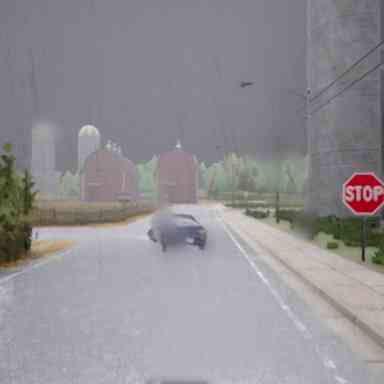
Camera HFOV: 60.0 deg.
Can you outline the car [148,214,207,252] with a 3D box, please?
[{"bbox_3d":[-0.692,1.704,14.892,1.812,1.442,4.674,1,-1,-15],"label":"car"}]
